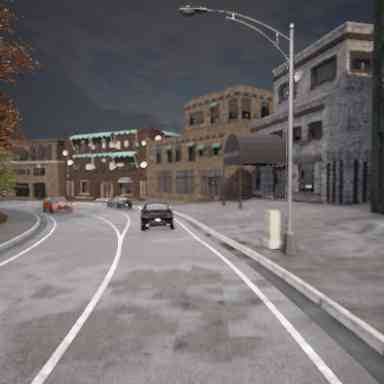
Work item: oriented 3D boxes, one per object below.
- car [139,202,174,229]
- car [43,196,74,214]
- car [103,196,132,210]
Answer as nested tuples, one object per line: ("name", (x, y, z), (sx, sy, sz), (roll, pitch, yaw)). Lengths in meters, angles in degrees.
("car", (-2.259, 1.372, 20.828), (1.882, 1.535, 5.008), (-1, 1, -9))
("car", (-13.603, 1.213, 33.710), (2.097, 1.767, 4.553), (-2, 1, -35))
("car", (-8.430, 1.224, 38.066), (1.812, 1.442, 4.674), (-1, 1, -35))
